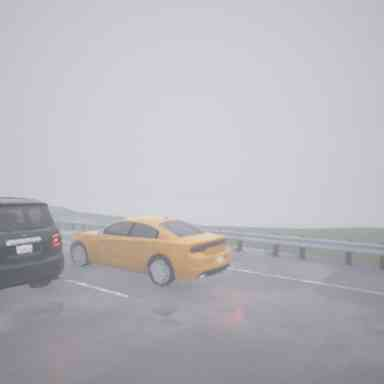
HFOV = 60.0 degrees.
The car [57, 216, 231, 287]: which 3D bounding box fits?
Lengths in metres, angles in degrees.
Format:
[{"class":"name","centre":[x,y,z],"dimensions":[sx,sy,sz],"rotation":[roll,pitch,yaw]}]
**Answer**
[{"class":"car","centre":[-1.360,1.411,9.253],"dimensions":[5.008,1.535,1.882],"rotation":[1,0,36]}]

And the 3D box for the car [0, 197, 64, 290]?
[{"class":"car","centre":[-5.302,1.133,7.770],"dimensions":[5.566,2.045,2.150],"rotation":[1,0,35]}]
